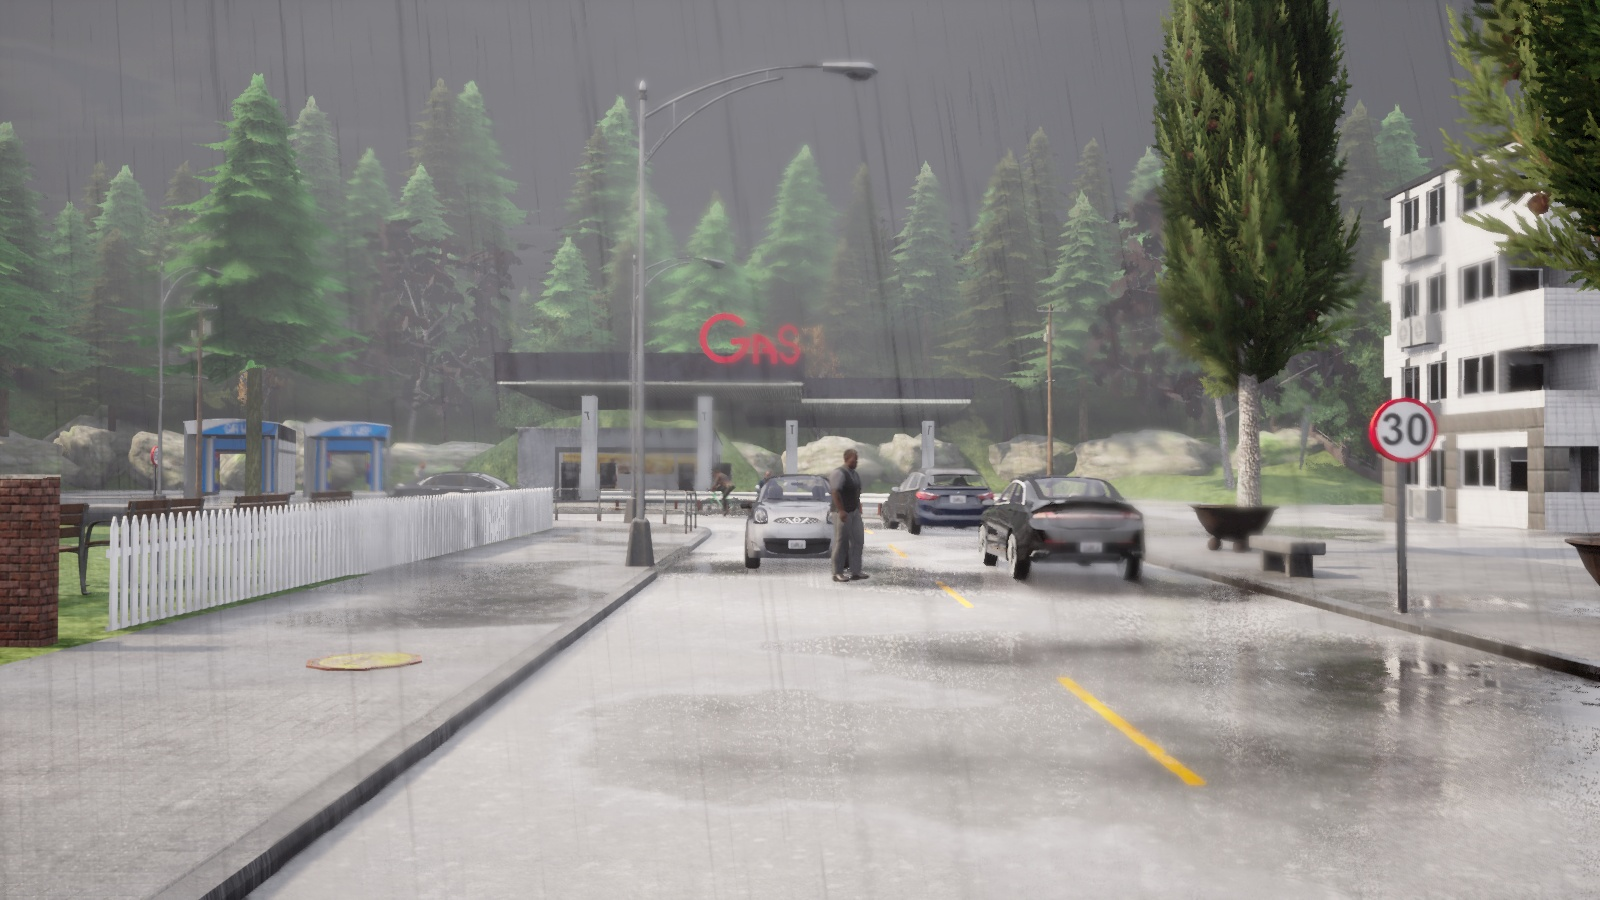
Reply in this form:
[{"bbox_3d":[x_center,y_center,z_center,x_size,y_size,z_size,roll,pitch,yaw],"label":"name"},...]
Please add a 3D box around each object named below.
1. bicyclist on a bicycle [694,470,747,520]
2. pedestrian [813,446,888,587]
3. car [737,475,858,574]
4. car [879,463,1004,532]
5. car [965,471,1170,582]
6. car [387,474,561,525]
[{"bbox_3d":[-2.610,1.469,41.127,1.656,1.620,0.582,-1,0,30],"label":"bicyclist on a bicycle"},{"bbox_3d":[0.696,0.891,17.233,0.849,1.883,0.563,-1,-1,38],"label":"pedestrian"},{"bbox_3d":[-0.038,1.181,21.051,1.845,1.501,3.633,0,-1,0],"label":"car"},{"bbox_3d":[3.595,1.197,32.883,2.242,1.667,4.611,0,-1,-7],"label":"car"},{"bbox_3d":[3.963,1.083,19.571,2.128,1.511,4.902,0,-1,0],"label":"car"},{"bbox_3d":[-10.012,1.510,38.825,4.892,1.490,1.837,0,-1,0],"label":"car"}]
